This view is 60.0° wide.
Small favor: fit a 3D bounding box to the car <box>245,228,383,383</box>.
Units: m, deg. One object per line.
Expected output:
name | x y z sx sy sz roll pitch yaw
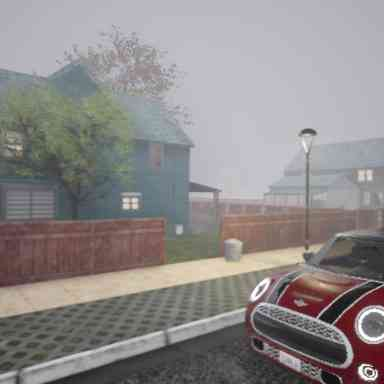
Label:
car | 2.965 1.422 5.264 4.553 1.767 2.097 1 -1 -36
